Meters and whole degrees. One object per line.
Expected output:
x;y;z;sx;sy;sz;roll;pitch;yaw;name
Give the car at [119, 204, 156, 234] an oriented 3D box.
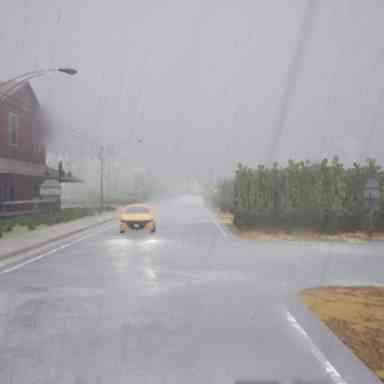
-3.197;1.471;19.556;1.882;1.535;5.008;0;0;-8;car
